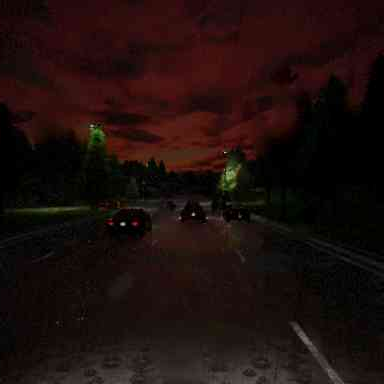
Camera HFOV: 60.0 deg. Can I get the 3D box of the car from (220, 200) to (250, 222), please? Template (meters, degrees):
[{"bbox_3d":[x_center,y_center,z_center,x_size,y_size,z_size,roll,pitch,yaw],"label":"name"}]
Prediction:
[{"bbox_3d":[3.627,1.678,27.516,1.812,1.442,4.674,0,0,0],"label":"car"}]

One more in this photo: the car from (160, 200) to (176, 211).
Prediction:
[{"bbox_3d":[-3.352,1.812,45.900,1.994,1.385,4.181,0,0,0],"label":"car"}]

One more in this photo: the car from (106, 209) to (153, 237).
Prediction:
[{"bbox_3d":[-3.381,1.649,18.822,2.033,1.411,5.357,0,0,0],"label":"car"}]

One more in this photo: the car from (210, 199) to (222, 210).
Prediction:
[{"bbox_3d":[3.649,1.747,46.227,2.128,1.511,4.902,0,0,0],"label":"car"}]

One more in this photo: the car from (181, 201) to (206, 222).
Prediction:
[{"bbox_3d":[0.121,1.716,27.752,1.994,1.385,4.181,0,0,0],"label":"car"}]
